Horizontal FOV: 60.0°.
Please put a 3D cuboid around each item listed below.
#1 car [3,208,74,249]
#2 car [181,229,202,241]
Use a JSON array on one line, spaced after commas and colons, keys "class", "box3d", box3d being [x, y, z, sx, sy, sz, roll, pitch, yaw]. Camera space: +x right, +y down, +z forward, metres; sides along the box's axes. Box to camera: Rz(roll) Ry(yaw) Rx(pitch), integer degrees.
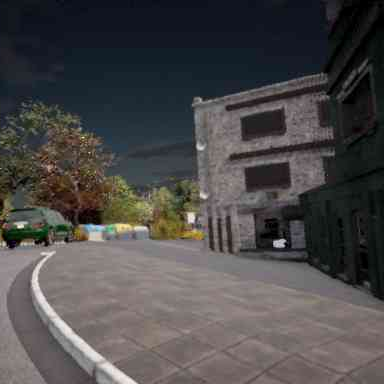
[{"class": "car", "box3d": [-8.646, 2.045, 19.240, 2.150, 2.045, 5.566, -4, -5, -3]}, {"class": "car", "box3d": [0.248, 5.698, 44.565, 1.882, 1.535, 5.008, -6, -9, 24]}]
